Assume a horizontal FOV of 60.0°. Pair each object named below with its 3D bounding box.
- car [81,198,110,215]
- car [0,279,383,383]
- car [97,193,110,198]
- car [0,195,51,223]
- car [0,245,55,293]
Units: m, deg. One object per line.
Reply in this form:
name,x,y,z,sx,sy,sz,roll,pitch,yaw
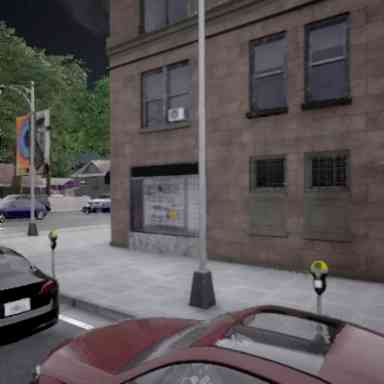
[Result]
car,-8.626,1.556,33.201,1.895,1.301,4.718,0,0,36
car,0.462,1.585,2.480,4.206,1.307,1.802,0,0,35
car,-9.343,1.169,37.770,2.150,2.045,5.566,0,0,35
car,-13.845,1.358,25.879,2.097,1.767,4.553,0,0,35
car,-4.031,1.589,5.684,4.313,1.339,1.947,0,0,35
